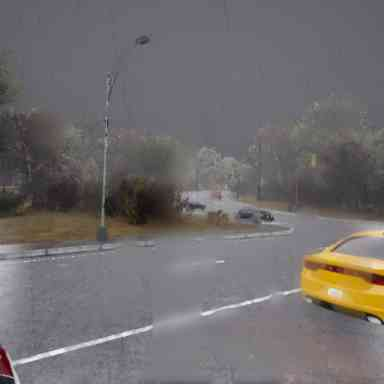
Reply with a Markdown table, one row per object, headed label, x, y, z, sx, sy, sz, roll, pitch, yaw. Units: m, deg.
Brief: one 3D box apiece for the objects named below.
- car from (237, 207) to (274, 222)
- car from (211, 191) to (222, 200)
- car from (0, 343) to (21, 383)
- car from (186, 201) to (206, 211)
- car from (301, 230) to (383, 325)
| label | x | y | z | sx | sy | sz | roll | pitch | yaw |
| --- | --- | --- | --- | --- | --- | --- | --- | --- | --- |
| car | 6.104 | 2.113 | 32.265 | 1.994 | 1.385 | 4.181 | 3 | -1 | -25 |
| car | 5.747 | 0.724 | 78.980 | 2.150 | 2.045 | 5.566 | 2 | 2 | -1 |
| car | -3.218 | 1.354 | 1.456 | 4.553 | 1.767 | 2.097 | 0 | 0 | -35 |
| car | 0.471 | 1.929 | 47.171 | 1.895 | 1.301 | 4.718 | 2 | 1 | -17 |
| car | 4.374 | 1.540 | 6.873 | 5.008 | 1.535 | 1.882 | 1 | -1 | -35 |
